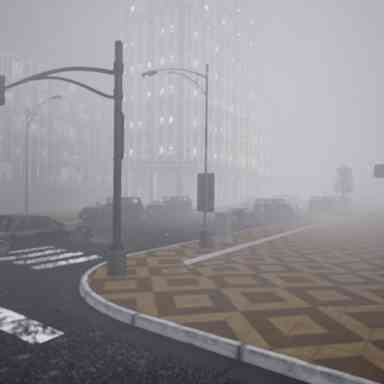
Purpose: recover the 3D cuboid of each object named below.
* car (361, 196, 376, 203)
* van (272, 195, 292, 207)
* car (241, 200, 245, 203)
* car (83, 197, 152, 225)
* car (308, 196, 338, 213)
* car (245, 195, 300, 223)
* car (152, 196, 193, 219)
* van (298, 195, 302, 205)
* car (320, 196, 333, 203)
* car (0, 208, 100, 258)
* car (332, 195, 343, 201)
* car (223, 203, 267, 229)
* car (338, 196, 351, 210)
[{"bbox_3d":[39.444,1.593,73.558,1.967,1.590,4.097,1,1,35],"label":"car"},{"bbox_3d":[13.776,1.337,50.951,1.690,1.788,3.998,1,1,35],"label":"van"},{"bbox_3d":[7.604,1.422,42.351,1.967,1.590,4.097,1,1,35],"label":"car"},{"bbox_3d":[-5.569,1.267,23.864,2.192,1.841,5.009,1,0,35],"label":"car"},{"bbox_3d":[15.223,1.422,39.270,2.192,1.841,5.009,1,1,35],"label":"car"},{"bbox_3d":[6.644,1.405,27.026,2.192,1.841,5.009,1,0,35],"label":"car"},{"bbox_3d":[-1.909,1.275,29.031,2.192,1.841,5.009,1,0,35],"label":"car"},{"bbox_3d":[16.982,1.343,55.477,1.690,1.788,3.998,1,1,35],"label":"van"},{"bbox_3d":[29.806,1.608,73.587,1.802,1.307,4.206,1,1,35],"label":"car"},{"bbox_3d":[-6.542,1.572,13.087,2.033,1.411,5.357,1,0,35],"label":"car"},{"bbox_3d":[36.122,1.562,82.501,1.752,1.417,4.829,1,1,35],"label":"car"},{"bbox_3d":[3.150,1.663,22.100,1.802,1.307,4.206,1,0,35],"label":"car"},{"bbox_3d":[20.206,1.432,46.396,2.192,1.841,5.009,1,1,35],"label":"car"}]
